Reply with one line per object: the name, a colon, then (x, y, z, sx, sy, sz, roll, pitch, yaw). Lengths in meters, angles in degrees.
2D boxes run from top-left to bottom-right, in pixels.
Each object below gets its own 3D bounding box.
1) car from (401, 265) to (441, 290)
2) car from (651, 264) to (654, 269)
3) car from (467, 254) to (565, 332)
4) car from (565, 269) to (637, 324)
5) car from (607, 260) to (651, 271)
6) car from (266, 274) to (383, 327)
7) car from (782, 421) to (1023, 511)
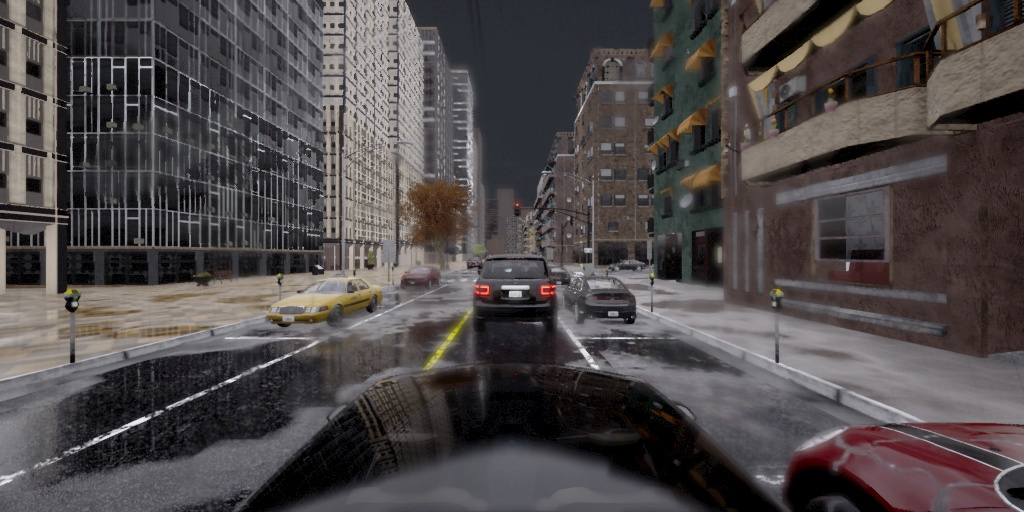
car: (-5.688, 1.299, 22.771, 1.888, 1.381, 4.507, 0, 0, 0)
car: (18.838, 1.006, 42.237, 4.829, 1.417, 1.751, 0, 0, -1)
car: (0.091, 0.972, 10.980, 2.150, 2.045, 5.566, 0, 0, 0)
car: (2.690, 1.301, 11.703, 2.007, 1.370, 4.403, 0, 0, 0)
car: (13.441, 1.109, 42.183, 4.403, 1.370, 2.007, 0, 0, -1)
car: (-5.690, 1.276, 11.536, 1.751, 1.417, 4.829, 0, 0, 0)
car: (2.687, 1.190, 0.638, 1.967, 1.591, 4.097, 0, 0, 0)
